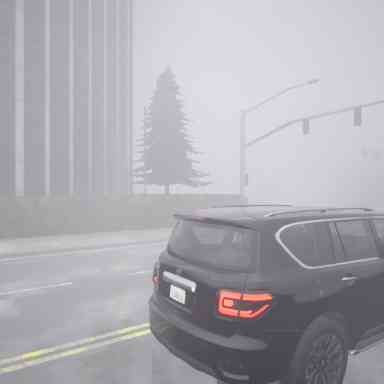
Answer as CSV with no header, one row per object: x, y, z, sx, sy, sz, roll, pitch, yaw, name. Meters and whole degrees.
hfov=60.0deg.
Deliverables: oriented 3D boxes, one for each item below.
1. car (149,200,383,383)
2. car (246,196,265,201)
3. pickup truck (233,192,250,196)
2.047,1.221,5.200,5.566,2.045,2.150,0,0,-35,car
8.510,1.564,43.030,1.994,1.385,4.181,0,0,-36,car
10.249,1.059,68.801,2.390,2.098,6.274,0,0,-5,pickup truck
